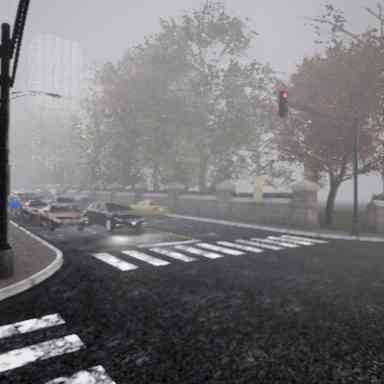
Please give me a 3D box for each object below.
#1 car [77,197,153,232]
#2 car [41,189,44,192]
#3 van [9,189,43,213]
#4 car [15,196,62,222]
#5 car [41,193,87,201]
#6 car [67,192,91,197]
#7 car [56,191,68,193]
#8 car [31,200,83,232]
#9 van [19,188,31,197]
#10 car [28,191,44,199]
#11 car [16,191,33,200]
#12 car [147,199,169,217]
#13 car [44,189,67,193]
[{"bbox_3d":[-4.414,1.274,18.474,1.837,1.490,4.892,1,1,-39],"label":"car"},{"bbox_3d":[-26.353,0.359,58.546,2.192,1.841,5.009,2,0,-36],"label":"car"},{"bbox_3d":[-13.586,0.860,26.756,1.690,1.788,3.998,2,0,-36],"label":"van"},{"bbox_3d":[-10.336,1.200,22.276,1.802,1.307,4.206,2,0,-36],"label":"car"},{"bbox_3d":[-10.291,1.095,26.602,1.837,1.490,4.892,1,0,-36],"label":"car"},{"bbox_3d":[-13.330,0.984,40.635,2.008,1.369,4.403,2,0,-36],"label":"car"},{"bbox_3d":[-16.589,0.902,45.113,1.947,1.339,4.313,2,0,-36],"label":"car"},{"bbox_3d":[-7.079,1.299,17.800,1.802,1.307,4.206,2,0,-36],"label":"car"},{"bbox_3d":[-36.127,0.096,71.978,1.690,1.788,3.998,2,0,-36],"label":"van"},{"bbox_3d":[-29.619,0.498,63.022,2.008,1.369,4.403,2,0,-36],"label":"car"},{"bbox_3d":[-29.154,0.553,57.957,1.994,1.385,4.181,1,0,-36],"label":"car"},{"bbox_3d":[-3.657,1.252,27.341,1.752,1.417,4.829,2,0,-36],"label":"car"},{"bbox_3d":[-19.838,0.554,49.592,2.192,1.841,5.009,2,0,-36],"label":"car"}]
